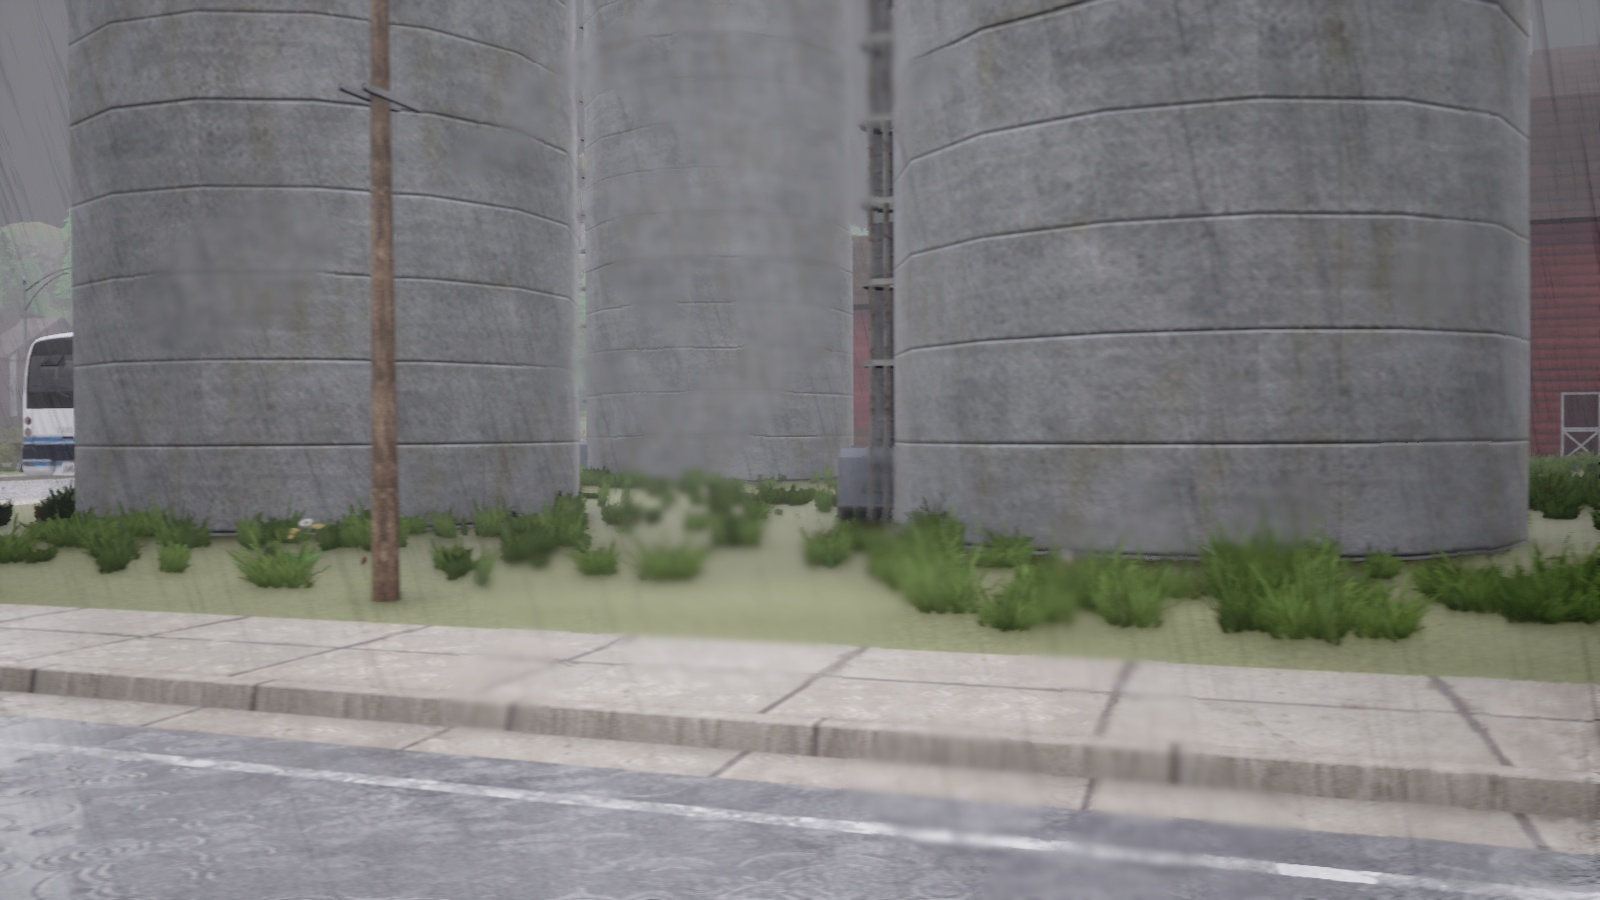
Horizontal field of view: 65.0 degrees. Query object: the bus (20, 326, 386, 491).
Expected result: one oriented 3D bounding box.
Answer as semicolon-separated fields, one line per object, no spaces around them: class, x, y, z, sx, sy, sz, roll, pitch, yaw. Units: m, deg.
bus;-17.304;-1.148;37.707;3.944;4.253;10.273;0;1;18
